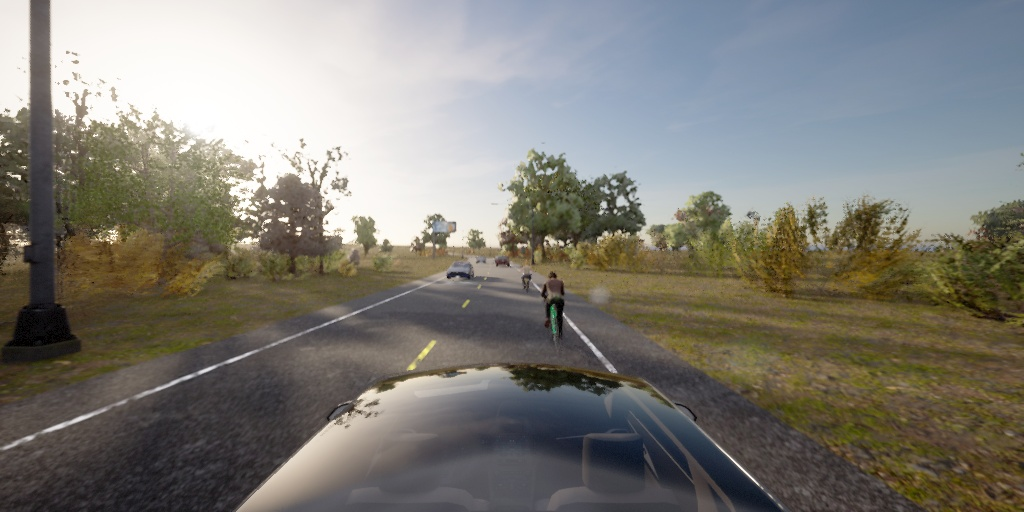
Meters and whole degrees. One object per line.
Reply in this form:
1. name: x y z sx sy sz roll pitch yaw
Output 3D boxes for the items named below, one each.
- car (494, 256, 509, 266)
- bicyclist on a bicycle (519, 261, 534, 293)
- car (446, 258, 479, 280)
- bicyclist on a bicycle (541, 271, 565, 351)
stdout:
1. car: -1.528 0.712 56.825 2.097 1.767 4.553 0 0 -3
2. bicyclist on a bicycle: 0.778 1.074 18.900 0.866 1.612 1.509 0 0 -1
3. car: -4.011 1.119 28.614 2.033 1.411 5.357 0 0 -2
4. bicyclist on a bicycle: 0.923 1.162 7.947 0.582 1.620 1.656 0 0 0
